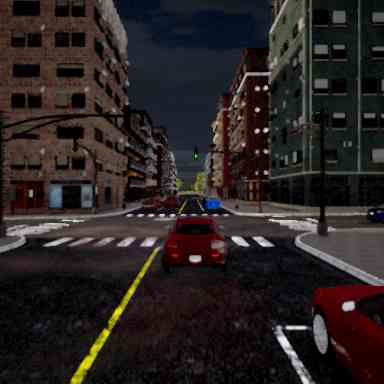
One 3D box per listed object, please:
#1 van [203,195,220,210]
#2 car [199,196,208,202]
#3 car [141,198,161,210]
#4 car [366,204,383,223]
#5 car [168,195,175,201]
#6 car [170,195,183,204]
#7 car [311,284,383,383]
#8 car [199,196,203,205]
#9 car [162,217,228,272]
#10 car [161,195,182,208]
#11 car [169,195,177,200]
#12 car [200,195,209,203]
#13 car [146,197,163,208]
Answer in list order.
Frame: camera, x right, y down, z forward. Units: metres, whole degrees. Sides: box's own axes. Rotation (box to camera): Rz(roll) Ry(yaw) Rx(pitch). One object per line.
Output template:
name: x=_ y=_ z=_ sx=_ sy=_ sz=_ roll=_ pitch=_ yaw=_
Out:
van: x=2.567 y=1.308 z=41.109 sx=1.690 sy=1.788 sz=3.998 roll=0 pitch=0 yaw=0
car: x=2.569 y=1.509 z=74.712 sx=1.802 sy=1.307 sz=4.206 roll=0 pitch=0 yaw=0
car: x=-5.280 y=1.549 z=41.271 sx=1.802 sy=1.307 sz=4.206 roll=0 pitch=0 yaw=0
car: x=13.957 y=1.374 z=22.176 sx=4.181 sy=1.385 sz=1.994 roll=-1 pitch=0 yaw=-1
car: x=-5.278 y=1.492 z=85.998 sx=1.802 sy=1.307 sz=4.206 roll=0 pitch=0 yaw=0
car: x=-2.782 y=1.435 z=62.002 sx=2.128 sy=1.511 sz=4.902 roll=0 pitch=0 yaw=1
car: x=2.565 y=1.542 z=3.066 sx=1.887 sy=1.381 sz=4.507 roll=0 pitch=0 yaw=0
car: x=2.568 y=1.515 z=57.911 sx=1.947 sy=1.339 sz=4.313 roll=0 pitch=0 yaw=0
car: x=0.090 y=1.519 z=10.699 sx=1.812 sy=1.442 sz=4.674 roll=0 pitch=0 yaw=0
car: x=-2.830 y=1.439 z=46.736 sx=1.882 sy=1.535 sz=5.008 roll=0 pitch=0 yaw=0
car: x=-5.278 y=1.466 z=91.598 sx=1.947 sy=1.339 sz=4.313 roll=0 pitch=0 yaw=0
car: x=2.569 y=1.460 z=69.281 sx=1.752 sy=1.417 sz=4.829 roll=0 pitch=0 yaw=0
car: x=-5.280 y=1.506 z=46.859 sx=1.887 sy=1.381 sz=4.507 roll=0 pitch=0 yaw=0
